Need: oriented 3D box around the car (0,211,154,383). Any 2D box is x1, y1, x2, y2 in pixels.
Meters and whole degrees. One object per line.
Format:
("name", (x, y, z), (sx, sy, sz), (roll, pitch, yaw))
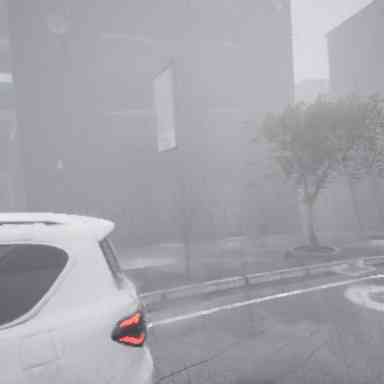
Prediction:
("car", (-2.905, 1.205, 1.786), (5.566, 2.045, 2.150), (0, 0, -36))
